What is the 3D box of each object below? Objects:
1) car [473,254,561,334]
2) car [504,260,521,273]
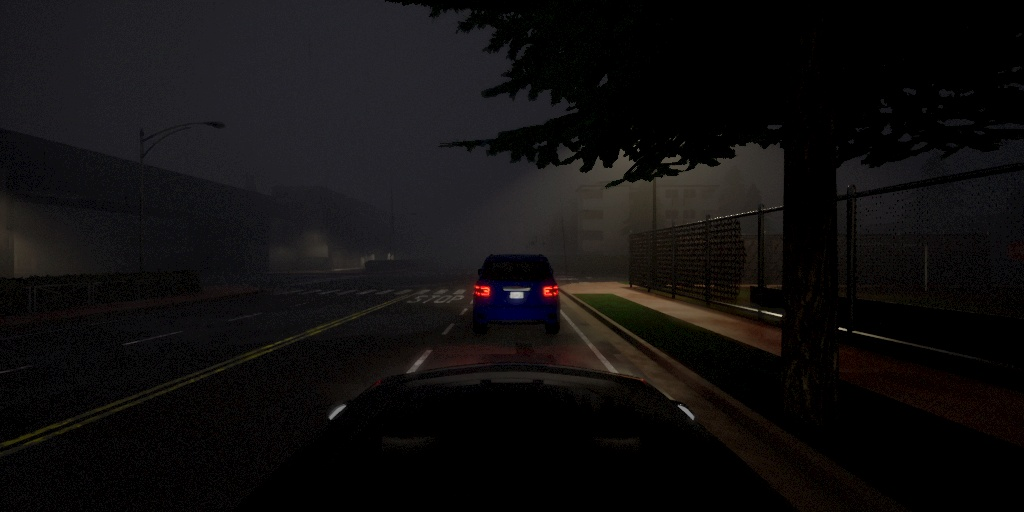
[{"bbox_3d":[0.115,0.972,10.727,2.150,2.045,5.566,0,0,0],"label":"car"},{"bbox_3d":[0.025,1.242,45.602,2.128,1.511,4.902,0,0,0],"label":"car"}]
